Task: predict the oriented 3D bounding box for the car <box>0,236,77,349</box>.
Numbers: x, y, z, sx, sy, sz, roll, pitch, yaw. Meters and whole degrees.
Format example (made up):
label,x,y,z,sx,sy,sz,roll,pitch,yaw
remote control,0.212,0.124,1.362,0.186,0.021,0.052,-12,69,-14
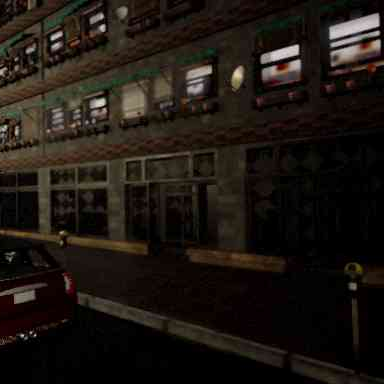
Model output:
label,x,y,z,sx,sy,sz,roll,pitch,yaw
car,-3.838,1.447,5.632,4.097,1.590,1.967,0,-1,36
